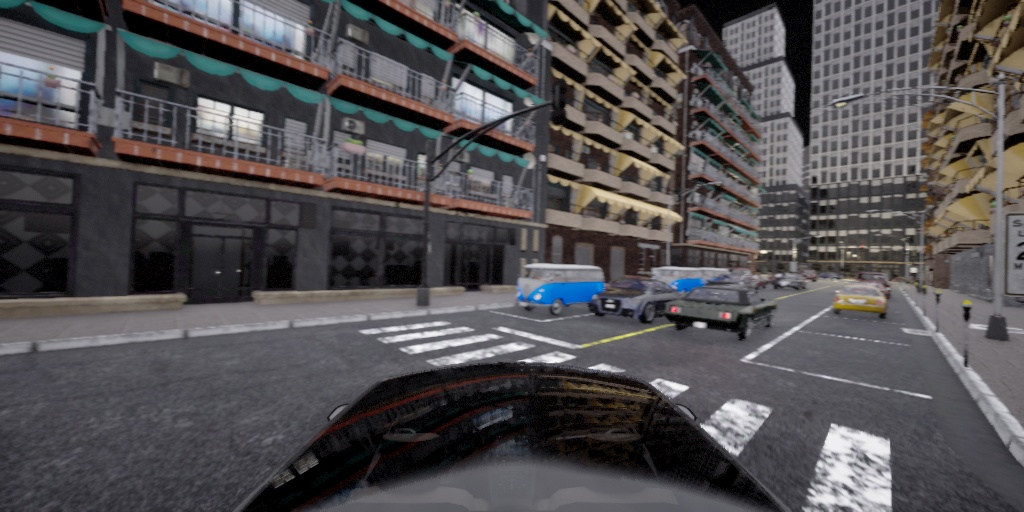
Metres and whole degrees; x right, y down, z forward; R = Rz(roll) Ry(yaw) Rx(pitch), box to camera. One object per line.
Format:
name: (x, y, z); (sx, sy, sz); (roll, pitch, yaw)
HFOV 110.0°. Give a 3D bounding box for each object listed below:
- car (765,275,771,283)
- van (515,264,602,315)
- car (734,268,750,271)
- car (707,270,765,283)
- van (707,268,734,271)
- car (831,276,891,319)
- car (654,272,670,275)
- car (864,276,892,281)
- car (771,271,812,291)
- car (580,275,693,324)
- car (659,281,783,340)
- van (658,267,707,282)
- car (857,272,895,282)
car: (22.278, 2.328, 33.350); (4.207, 1.307, 1.802); (0, 0, -44)
van: (1.893, 1.212, 13.880); (3.998, 1.789, 1.690); (0, 0, -44)
car: (18.201, 1.885, 29.456); (5.009, 1.841, 2.192); (0, 0, -44)
car: (12.558, 1.783, 20.639); (4.902, 1.511, 2.128); (2, -1, -44)
van: (14.124, 1.736, 25.562); (3.998, 1.789, 1.690); (0, 0, -44)
car: (15.610, 1.865, 16.085); (4.829, 1.417, 1.751); (0, 0, -44)
car: (5.970, 1.628, 17.774); (4.207, 1.307, 1.802); (0, 0, -44)
car: (19.564, 2.060, 19.862); (4.507, 1.381, 1.888); (0, 0, -44)
car: (25.607, 2.345, 33.039); (4.902, 1.511, 2.128); (3, -1, -43)
car: (4.649, 1.517, 13.091); (4.181, 1.385, 1.994); (2, -1, -44)
car: (6.564, 1.595, 10.978); (4.718, 1.301, 1.895); (2, -1, -44)
van: (10.047, 1.561, 21.668); (3.998, 1.789, 1.690); (0, 0, -44)
car: (27.718, 2.180, 27.649); (5.009, 1.841, 2.192); (0, 0, -44)
